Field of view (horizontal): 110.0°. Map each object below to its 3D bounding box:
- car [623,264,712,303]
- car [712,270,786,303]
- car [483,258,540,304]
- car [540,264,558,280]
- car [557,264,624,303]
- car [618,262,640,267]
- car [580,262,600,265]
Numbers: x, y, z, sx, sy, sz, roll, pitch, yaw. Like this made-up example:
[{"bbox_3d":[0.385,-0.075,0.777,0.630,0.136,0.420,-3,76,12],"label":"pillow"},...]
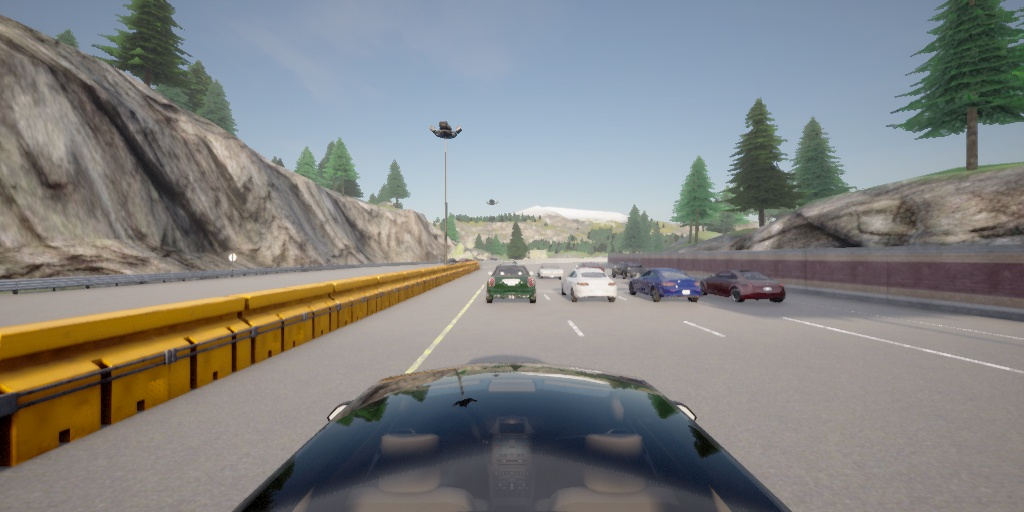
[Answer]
[{"bbox_3d":[6.946,1.280,16.655,1.812,1.442,4.674,0,0,-1],"label":"car"},{"bbox_3d":[10.446,1.320,16.699,1.994,1.385,4.181,0,0,-1],"label":"car"},{"bbox_3d":[-0.053,1.113,16.536,2.097,1.767,4.553,0,0,-1],"label":"car"},{"bbox_3d":[3.256,1.364,31.639,1.895,1.301,4.718,0,0,-1],"label":"car"},{"bbox_3d":[3.446,1.280,16.610,1.812,1.442,4.674,0,0,-1],"label":"car"},{"bbox_3d":[10.256,1.243,31.698,2.128,1.511,4.902,0,0,-1],"label":"car"},{"bbox_3d":[6.756,1.232,31.654,1.882,1.535,5.008,0,0,-1],"label":"car"}]
